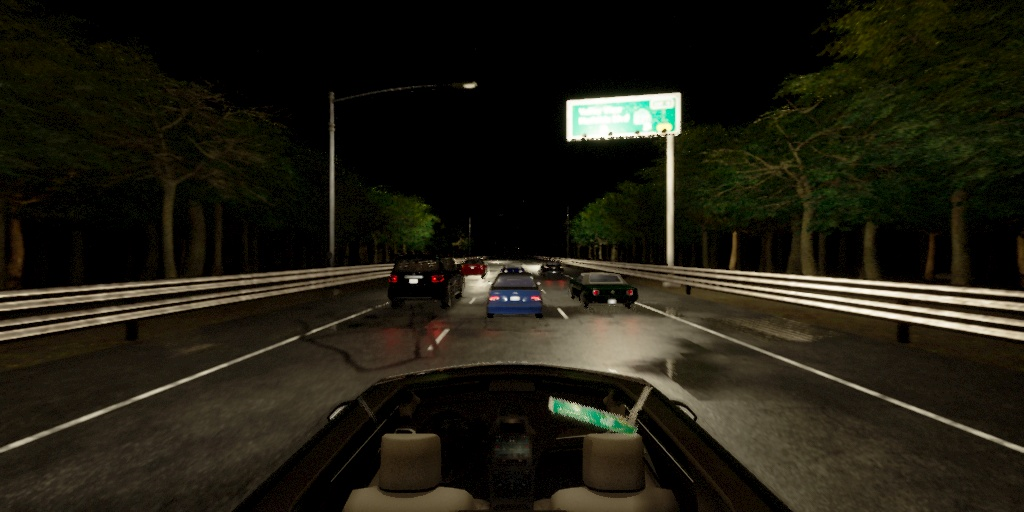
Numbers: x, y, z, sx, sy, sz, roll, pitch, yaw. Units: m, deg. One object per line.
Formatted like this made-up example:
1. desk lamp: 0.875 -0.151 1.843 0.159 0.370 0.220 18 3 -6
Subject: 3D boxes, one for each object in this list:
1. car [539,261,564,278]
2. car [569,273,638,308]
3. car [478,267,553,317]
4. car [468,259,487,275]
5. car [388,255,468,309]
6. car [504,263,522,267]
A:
1. car: 3.607 1.169 33.040 2.128 1.511 4.902 0 0 0
2. car: 3.604 1.340 15.096 1.895 1.301 4.718 0 0 0
3. car: 0.094 1.290 13.007 2.033 1.411 5.357 0 0 0
4. car: -3.395 1.030 32.797 2.097 1.767 4.553 0 0 0
5. car: -3.398 0.960 15.076 2.150 2.045 5.566 0 0 0
6. car: 0.091 1.283 31.694 1.895 1.301 4.718 0 0 0
